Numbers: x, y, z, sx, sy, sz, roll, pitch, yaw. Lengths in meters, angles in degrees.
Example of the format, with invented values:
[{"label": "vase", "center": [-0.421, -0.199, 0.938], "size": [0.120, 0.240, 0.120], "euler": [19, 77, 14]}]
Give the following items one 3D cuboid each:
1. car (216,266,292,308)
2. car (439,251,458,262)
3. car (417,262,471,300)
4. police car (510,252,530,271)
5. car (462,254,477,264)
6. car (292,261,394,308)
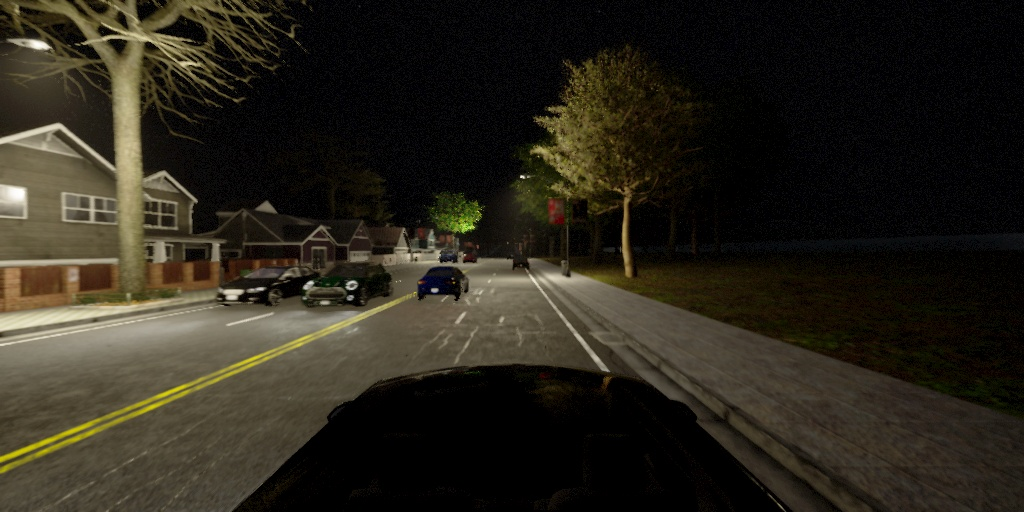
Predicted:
[{"label": "car", "center": [-9.848, 1.185, 15.063], "size": [2.128, 1.511, 4.902], "euler": [0, 0, 0]}, {"label": "car", "center": [-9.804, 0.223, 56.045], "size": [2.150, 2.045, 5.566], "euler": [0, 1, 1]}, {"label": "car", "center": [-3.147, 1.203, 16.918], "size": [1.812, 1.442, 4.674], "euler": [0, 1, 0]}, {"label": "police car", "center": [0.975, 0.731, 40.390], "size": [1.930, 1.638, 5.238], "euler": [0, 1, 0]}, {"label": "car", "center": [-6.556, 0.482, 56.097], "size": [1.882, 1.535, 5.008], "euler": [0, 1, 1]}, {"label": "car", "center": [-6.598, 1.046, 14.901], "size": [2.097, 1.767, 4.553], "euler": [0, 0, 0]}]
